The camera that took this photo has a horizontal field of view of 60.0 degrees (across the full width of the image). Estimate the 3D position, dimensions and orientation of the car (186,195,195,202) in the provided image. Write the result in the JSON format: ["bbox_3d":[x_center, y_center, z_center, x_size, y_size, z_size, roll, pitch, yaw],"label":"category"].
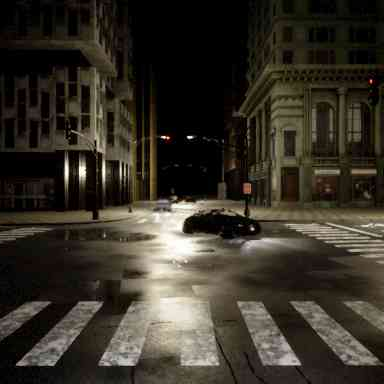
[{"bbox_3d":[-0.404,1.454,73.734,1.994,1.385,4.181,0,0,0],"label":"car"}]

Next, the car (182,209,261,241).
[{"bbox_3d":[1.417,1.554,16.975,1.994,1.385,4.181,-1,1,-44],"label":"car"}]

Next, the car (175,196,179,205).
[{"bbox_3d":[-3.371,1.429,59.098,2.128,1.511,4.902,0,0,0],"label":"car"}]

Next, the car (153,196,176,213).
[{"bbox_3d":[-3.235,1.523,37.586,2.033,1.411,5.357,0,0,0],"label":"car"}]

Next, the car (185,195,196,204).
[{"bbox_3d":[-0.239,1.451,63.922,1.812,1.442,4.674,0,0,0],"label":"car"}]
